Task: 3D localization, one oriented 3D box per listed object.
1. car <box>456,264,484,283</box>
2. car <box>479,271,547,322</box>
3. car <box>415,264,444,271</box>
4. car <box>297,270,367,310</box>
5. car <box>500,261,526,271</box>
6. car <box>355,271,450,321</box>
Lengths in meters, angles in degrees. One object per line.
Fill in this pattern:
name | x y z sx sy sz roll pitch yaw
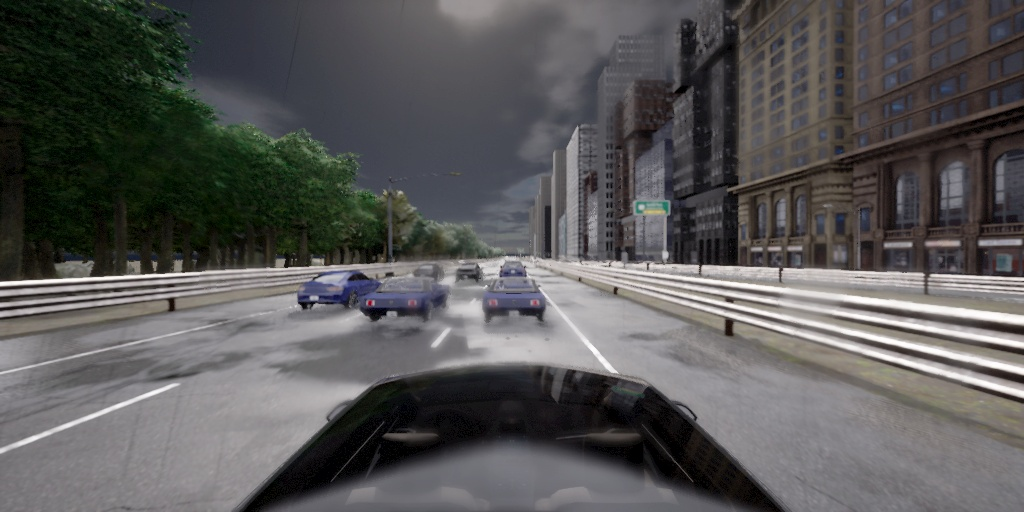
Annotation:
car | -3.412 1.349 29.243 1.837 1.490 4.892 0 0 0
car | 0.083 1.384 12.513 1.895 1.301 4.718 0 0 0
car | -6.910 1.373 30.109 1.812 1.442 4.674 0 0 0
car | -6.911 1.314 14.838 1.812 1.442 4.674 0 0 0
car | 0.085 1.195 28.868 2.097 1.767 4.553 0 0 0
car | -3.418 1.384 12.496 1.895 1.301 4.718 0 0 0
